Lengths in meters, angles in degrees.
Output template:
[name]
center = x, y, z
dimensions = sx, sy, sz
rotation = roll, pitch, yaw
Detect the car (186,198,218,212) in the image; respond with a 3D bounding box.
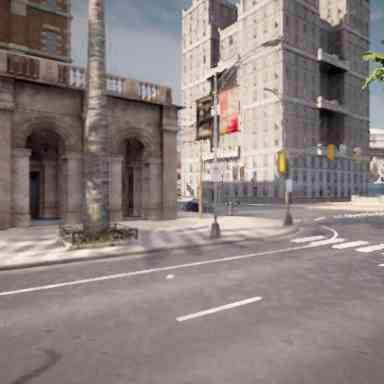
[car]
center = 1.111, 1.512, 39.790
dimensions = 1.812, 1.442, 4.674
rotation = 0, 0, -36
